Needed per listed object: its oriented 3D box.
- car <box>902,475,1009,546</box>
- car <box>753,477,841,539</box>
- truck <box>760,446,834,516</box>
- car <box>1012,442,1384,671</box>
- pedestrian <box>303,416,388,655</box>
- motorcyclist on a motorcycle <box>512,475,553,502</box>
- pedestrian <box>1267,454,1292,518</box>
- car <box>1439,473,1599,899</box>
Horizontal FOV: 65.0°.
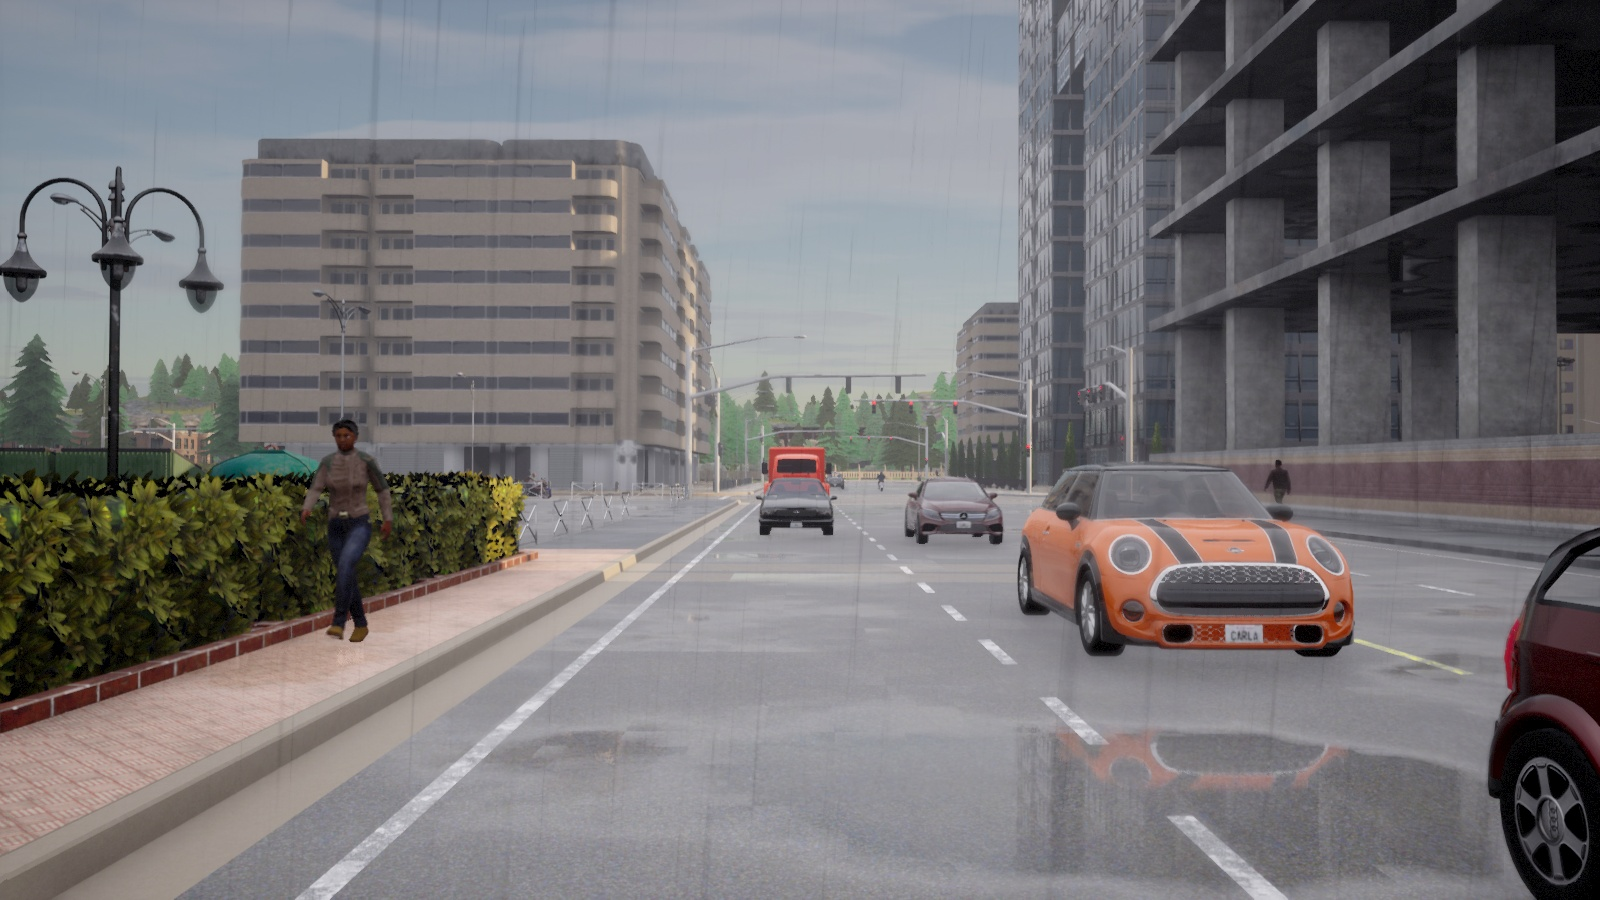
[{"bbox_3d":[3.431,1.311,28.498,1.812,1.442,4.674,0,-1,0],"label":"car"},{"bbox_3d":[-0.077,1.406,31.996,2.033,1.411,5.357,0,-1,0],"label":"car"},{"bbox_3d":[-0.115,1.126,46.938,2.627,2.467,5.204,0,-1,0],"label":"truck"},{"bbox_3d":[3.470,0.865,12.023,2.097,1.767,4.553,0,-1,0],"label":"car"},{"bbox_3d":[-3.588,0.652,9.949,0.328,1.805,0.869,0,-1,2],"label":"pedestrian"},{"bbox_3d":[-15.262,2.184,71.696,2.191,1.530,0.866,0,-1,0],"label":"motorcyclist on a motorcycle"},{"bbox_3d":[13.923,1.032,36.445,0.431,1.840,0.703,0,-1,-2],"label":"pedestrian"},{"bbox_3d":[3.491,0.834,3.220,1.789,1.549,3.705,0,-1,0],"label":"car"}]
